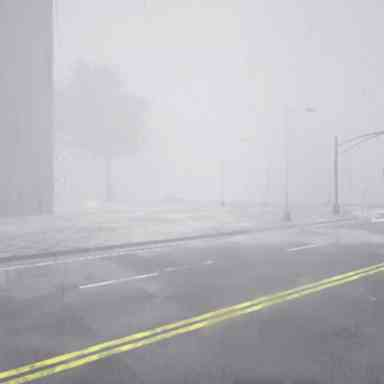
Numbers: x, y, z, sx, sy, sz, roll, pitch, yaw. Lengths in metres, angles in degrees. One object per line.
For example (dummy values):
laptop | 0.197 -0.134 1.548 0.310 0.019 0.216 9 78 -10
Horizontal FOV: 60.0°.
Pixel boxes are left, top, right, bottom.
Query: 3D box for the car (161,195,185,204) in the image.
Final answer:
car | -2.883 1.130 50.182 1.994 1.385 4.181 0 0 -41
